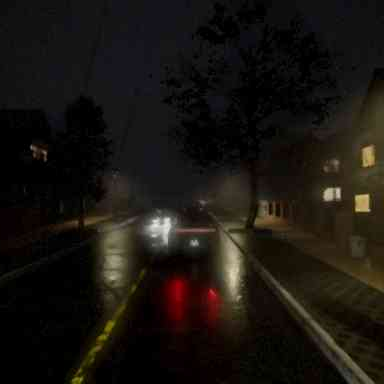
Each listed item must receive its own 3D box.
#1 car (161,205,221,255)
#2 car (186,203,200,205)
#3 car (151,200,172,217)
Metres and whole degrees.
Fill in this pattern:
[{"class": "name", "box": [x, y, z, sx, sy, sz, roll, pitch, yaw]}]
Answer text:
[{"class": "car", "box": [0.094, 1.516, 13.458, 2.128, 1.511, 4.902, 0, 0, 0]}, {"class": "car", "box": [0.103, 1.630, 30.014, 1.994, 1.385, 4.181, 0, 0, 0]}, {"class": "car", "box": [-2.831, 1.563, 31.944, 2.128, 1.511, 4.902, 0, 0, 0]}]
